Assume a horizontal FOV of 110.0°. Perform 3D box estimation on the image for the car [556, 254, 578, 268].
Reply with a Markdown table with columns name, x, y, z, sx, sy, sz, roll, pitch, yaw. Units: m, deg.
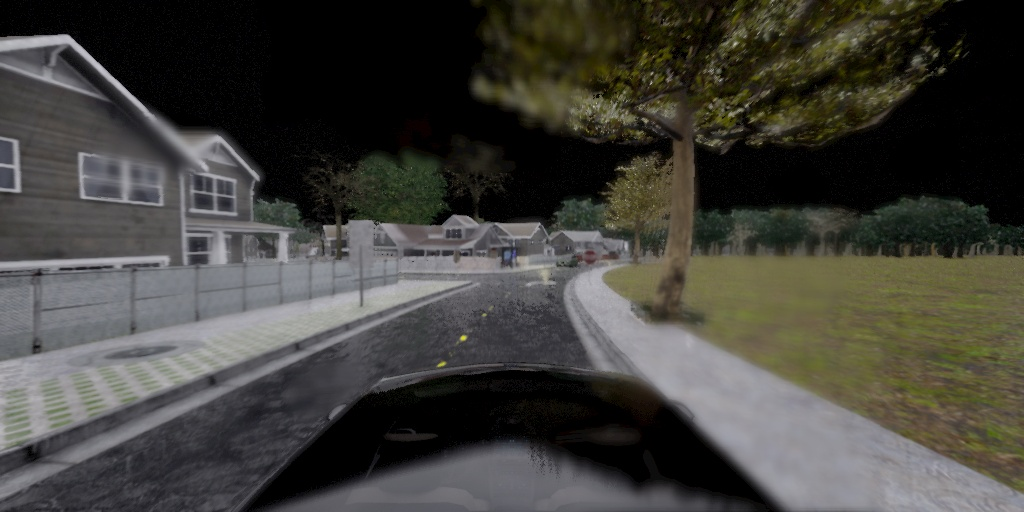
| name | x | y | z | sx | sy | sz | roll | pitch | yaw |
| --- | --- | --- | --- | --- | --- | --- | --- | --- | --- |
| car | 8.134 | 0.798 | 52.813 | 2.150 | 2.045 | 5.566 | 1 | 3 | 23 |
